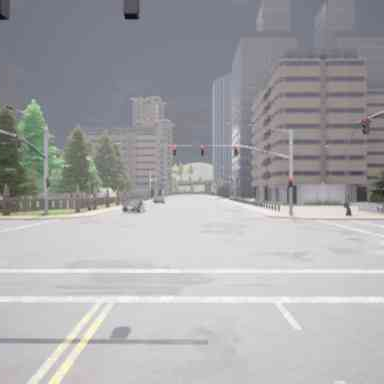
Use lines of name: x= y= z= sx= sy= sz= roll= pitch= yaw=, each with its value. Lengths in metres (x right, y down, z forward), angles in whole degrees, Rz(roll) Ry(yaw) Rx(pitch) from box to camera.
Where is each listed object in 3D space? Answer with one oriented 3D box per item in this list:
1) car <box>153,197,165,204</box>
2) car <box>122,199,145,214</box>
car: x=-6.149 y=1.575 z=62.233 sx=1.994 sy=1.385 sz=4.181 roll=0 pitch=0 yaw=0
car: x=-6.342 y=1.517 z=36.449 sx=2.128 sy=1.511 sz=4.902 roll=0 pitch=0 yaw=0
